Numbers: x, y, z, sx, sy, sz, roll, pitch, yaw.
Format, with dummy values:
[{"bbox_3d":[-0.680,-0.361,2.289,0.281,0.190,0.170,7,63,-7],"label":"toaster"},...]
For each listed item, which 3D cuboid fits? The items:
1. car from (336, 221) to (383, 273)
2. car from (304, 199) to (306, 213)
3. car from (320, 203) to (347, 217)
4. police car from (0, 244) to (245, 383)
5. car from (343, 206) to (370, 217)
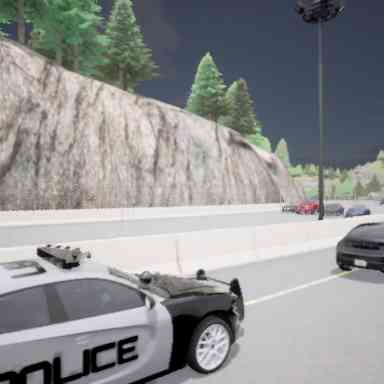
[{"bbox_3d":[6.326,1.680,10.498,4.892,1.490,1.837,1,-1,-41],"label":"car"},{"bbox_3d":[15.652,1.948,44.118,2.150,2.045,5.566,-1,-1,39],"label":"car"},{"bbox_3d":[17.353,2.174,40.684,1.837,1.490,4.892,-1,-1,39],"label":"car"},{"bbox_3d":[-1.474,1.497,4.048,5.238,1.638,1.930,1,-1,-38],"label":"police car"},{"bbox_3d":[18.286,2.123,36.363,1.812,1.442,4.674,-1,-1,40],"label":"car"}]
